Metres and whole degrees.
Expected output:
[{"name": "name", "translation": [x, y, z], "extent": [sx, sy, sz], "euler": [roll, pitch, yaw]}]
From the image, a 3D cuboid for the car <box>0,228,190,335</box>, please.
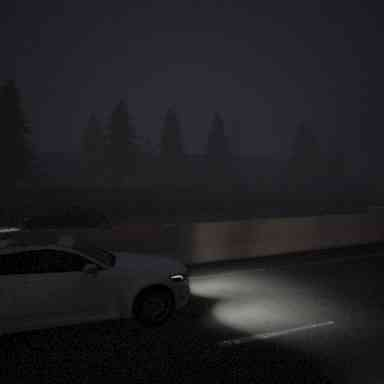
[{"name": "car", "translation": [-2.356, 1.494, 5.695], "extent": [4.674, 1.442, 1.812], "euler": [-1, 1, -19]}]
